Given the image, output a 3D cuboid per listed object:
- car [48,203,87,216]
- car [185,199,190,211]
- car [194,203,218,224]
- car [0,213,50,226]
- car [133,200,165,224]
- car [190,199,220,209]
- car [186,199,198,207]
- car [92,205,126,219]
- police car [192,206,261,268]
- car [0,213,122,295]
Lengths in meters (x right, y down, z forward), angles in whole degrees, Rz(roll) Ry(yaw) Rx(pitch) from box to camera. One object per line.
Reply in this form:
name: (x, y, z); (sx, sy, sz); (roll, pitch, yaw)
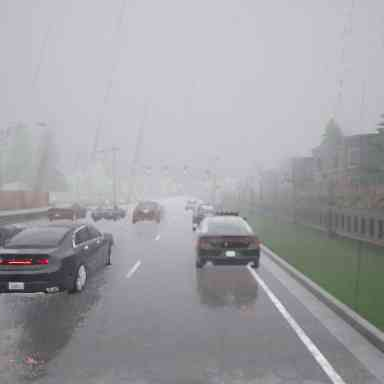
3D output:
car: (-10.377, 1.649, 28.126); (1.882, 1.535, 5.008); (0, 0, 0)
car: (0.045, 1.879, 45.631); (1.895, 1.301, 4.718); (0, 0, 0)
car: (1.072, 1.694, 27.547); (1.812, 1.442, 4.674); (0, 0, 0)
car: (-6.894, 1.614, 10.805); (2.033, 1.411, 5.357); (0, 0, 0)
car: (-3.377, 1.514, 26.636); (2.097, 1.767, 4.553); (0, 0, 0)
car: (1.067, 1.483, 21.518); (2.097, 1.767, 4.553); (0, 0, 0)
car: (0.047, 1.910, 59.404); (2.033, 1.411, 5.357); (0, 0, 0)
car: (-6.878, 1.772, 28.005); (1.895, 1.301, 4.718); (0, 0, 0)
police car: (1.060, 1.497, 11.658); (1.930, 1.638, 5.238); (0, 0, 0)
car: (-3.392, 1.561, 8.858); (1.837, 1.490, 4.892); (0, 0, 0)
